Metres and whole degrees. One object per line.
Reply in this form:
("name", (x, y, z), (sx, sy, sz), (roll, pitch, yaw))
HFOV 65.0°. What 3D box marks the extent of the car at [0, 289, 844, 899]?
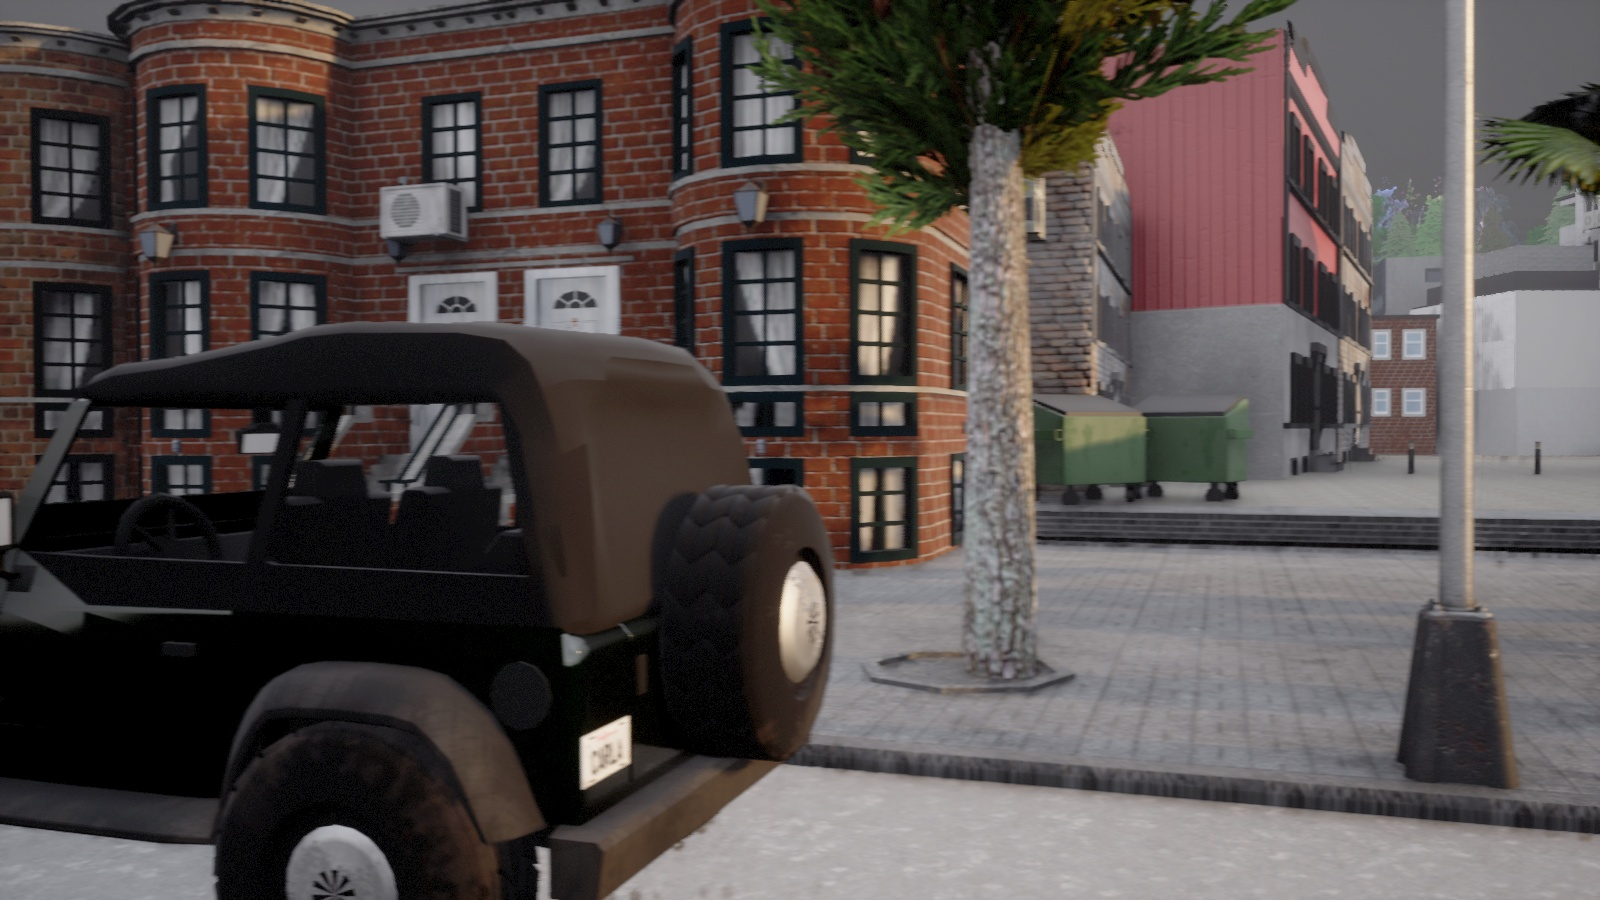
("car", (-1.977, 0.545, 4.381), (3.866, 1.878, 1.905), (1, 1, 19))
